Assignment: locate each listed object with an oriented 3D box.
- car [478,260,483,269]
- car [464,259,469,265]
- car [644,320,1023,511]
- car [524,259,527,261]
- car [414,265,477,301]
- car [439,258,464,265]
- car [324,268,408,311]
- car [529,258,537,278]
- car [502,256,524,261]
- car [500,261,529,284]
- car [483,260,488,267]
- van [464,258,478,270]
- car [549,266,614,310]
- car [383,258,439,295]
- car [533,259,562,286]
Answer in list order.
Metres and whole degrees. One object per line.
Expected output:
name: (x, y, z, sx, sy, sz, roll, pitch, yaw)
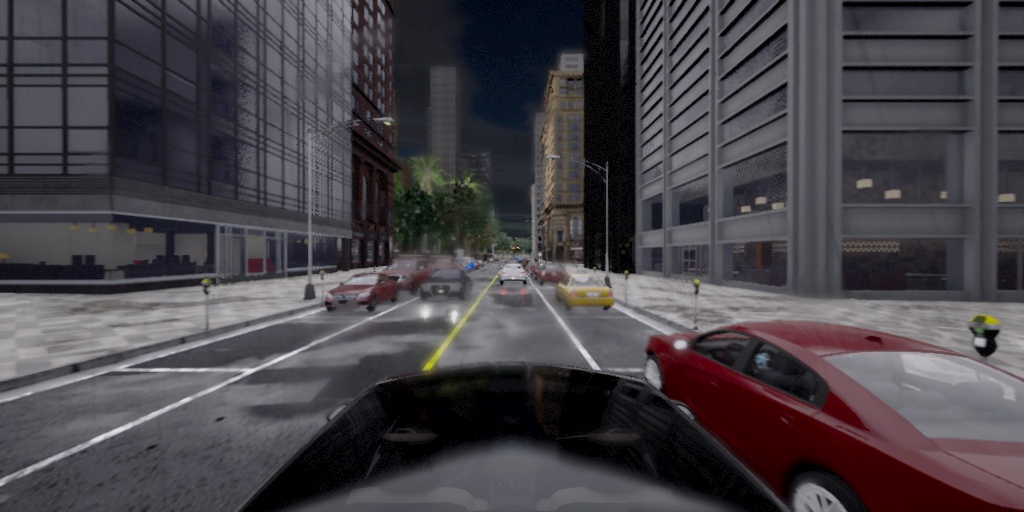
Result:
car: (-5.775, 1.217, 52.315, 1.967, 1.591, 4.097, 0, 0, 0)
car: (-5.772, 1.310, 36.036, 1.888, 1.381, 4.507, 0, 0, 0)
car: (2.761, 1.295, 3.476, 1.888, 1.381, 4.507, 0, 0, 0)
car: (2.752, 1.320, 41.451, 2.007, 1.370, 4.403, 0, 0, 0)
car: (-3.034, 1.318, 17.310, 1.994, 1.385, 4.181, 0, 0, 1)
car: (-5.771, 1.076, 30.611, 2.192, 1.841, 5.009, 0, 0, 0)
car: (-5.767, 1.335, 14.333, 1.802, 1.307, 4.207, 0, 0, 0)
car: (2.755, 1.201, 30.601, 1.967, 1.591, 4.097, 0, 0, 0)
car: (0.088, 1.125, 46.373, 2.097, 1.767, 4.553, 0, 0, 0)
car: (0.092, 1.284, 26.796, 1.812, 1.442, 4.674, 0, 0, 0)
car: (-5.778, 1.365, 63.168, 1.802, 1.307, 4.207, 0, 0, 0)
van: (-5.774, 1.114, 46.889, 1.690, 1.789, 3.998, 0, 0, 0)
car: (2.758, 1.278, 14.496, 1.751, 1.417, 4.829, 0, 0, 0)
car: (-5.768, 1.070, 19.759, 2.192, 1.841, 5.009, 0, 0, 0)
car: (2.756, 1.197, 25.176, 1.967, 1.591, 4.097, 0, 0, 0)
